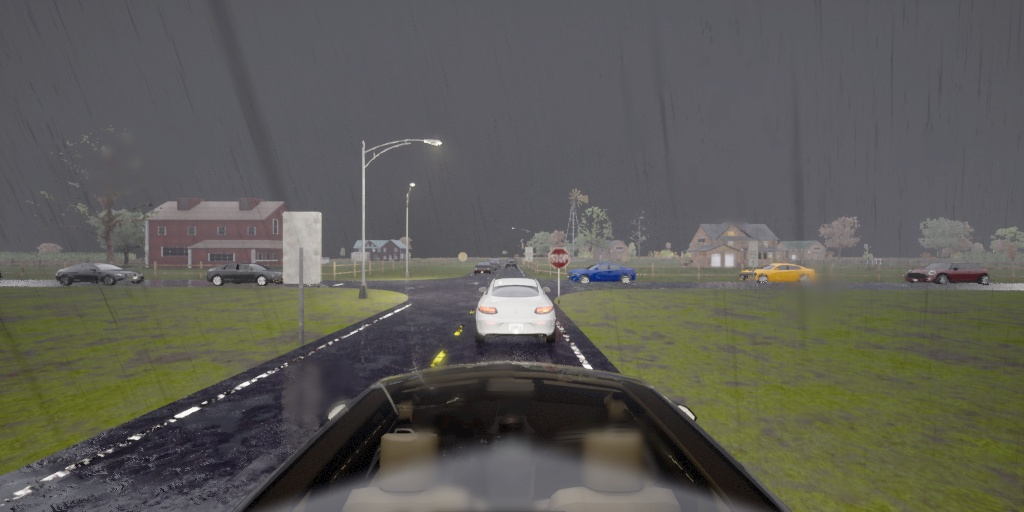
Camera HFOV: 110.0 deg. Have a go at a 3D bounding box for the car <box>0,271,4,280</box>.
[{"bbox_3d":[-37.521,1.246,24.038,4.718,1.301,1.895,0,0,0],"label":"car"}]

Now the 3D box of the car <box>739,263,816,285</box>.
[{"bbox_3d":[19.725,1.292,26.755,5.008,1.535,1.882,1,0,0],"label":"car"}]

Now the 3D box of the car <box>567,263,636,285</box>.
[{"bbox_3d":[6.502,1.245,26.194,5.008,1.535,1.882,0,0,-9],"label":"car"}]

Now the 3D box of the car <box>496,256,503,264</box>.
[{"bbox_3d":[-3.034,1.080,60.764,2.097,1.767,4.553,0,0,0],"label":"car"}]

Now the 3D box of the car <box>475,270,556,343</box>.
[{"bbox_3d":[0.073,1.275,9.582,1.812,1.442,4.674,0,0,0],"label":"car"}]

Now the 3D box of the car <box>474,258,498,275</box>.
[{"bbox_3d":[-3.015,1.288,39.635,2.033,1.411,5.357,0,0,1],"label":"car"}]

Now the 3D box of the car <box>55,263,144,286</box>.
[{"bbox_3d":[-27.533,1.196,23.992,4.674,1.442,1.812,0,0,0],"label":"car"}]

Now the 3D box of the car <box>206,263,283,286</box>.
[{"bbox_3d":[-17.548,1.203,23.950,4.892,1.490,1.837,0,0,0],"label":"car"}]

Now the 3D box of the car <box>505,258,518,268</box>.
[{"bbox_3d":[-0.117,1.233,60.664,1.837,1.490,4.892,0,0,0],"label":"car"}]

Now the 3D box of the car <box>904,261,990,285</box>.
[{"bbox_3d":[32.255,1.220,26.697,4.553,1.767,2.097,0,0,0],"label":"car"}]

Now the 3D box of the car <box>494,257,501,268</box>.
[{"bbox_3d":[-3.013,1.283,50.047,2.033,1.411,5.357,0,0,0],"label":"car"}]
